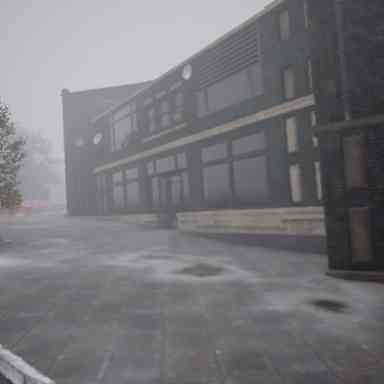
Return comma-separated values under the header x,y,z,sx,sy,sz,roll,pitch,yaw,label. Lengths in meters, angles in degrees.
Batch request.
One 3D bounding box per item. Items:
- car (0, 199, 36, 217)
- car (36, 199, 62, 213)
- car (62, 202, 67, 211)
x,y,z,sx,sy,sz,roll,pitch,yaw,label
-20.320,1.765,37.458,2.150,2.045,5.566,-4,-1,-1,car
-22.522,2.092,49.436,2.435,2.045,5.566,-4,-1,13,car
-20.795,2.320,55.178,2.097,1.535,5.008,-4,-1,19,car
